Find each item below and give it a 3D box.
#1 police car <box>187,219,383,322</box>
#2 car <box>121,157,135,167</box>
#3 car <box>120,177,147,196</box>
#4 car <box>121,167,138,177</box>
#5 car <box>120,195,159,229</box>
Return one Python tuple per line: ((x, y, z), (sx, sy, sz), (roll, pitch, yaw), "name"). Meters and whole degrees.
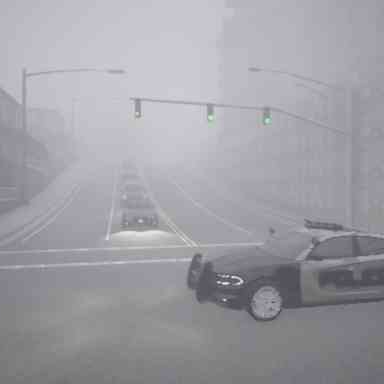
((2.547, 1.423, 6.899), (5.238, 1.638, 1.930), (0, 0, -12), "police car")
((-9.628, -4.405, 49.897), (1.882, 1.535, 5.008), (0, 12, -12), "car")
((-4.821, 0.108, 27.426), (2.097, 1.767, 4.553), (0, 8, -13), "car")
((-6.813, -1.389, 36.629), (2.033, 1.411, 5.357), (0, 12, -12), "car")
((-3.090, 1.210, 19.417), (1.994, 1.385, 4.181), (0, 4, -12), "car")
